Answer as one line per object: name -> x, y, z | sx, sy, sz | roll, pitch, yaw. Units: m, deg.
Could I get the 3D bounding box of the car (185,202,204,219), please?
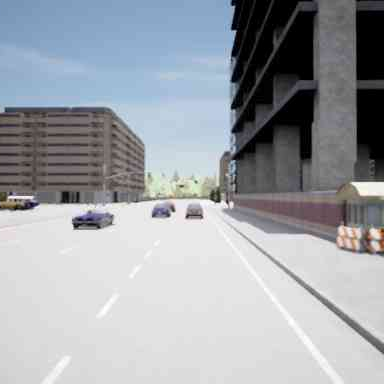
car -> 0.264, 1.948, 34.161 | 2.033, 1.411, 5.357 | 0, -1, 2

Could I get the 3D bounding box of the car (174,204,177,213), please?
car -> -3.186, 2.061, 45.926 | 1.812, 1.442, 4.674 | 0, -1, 1

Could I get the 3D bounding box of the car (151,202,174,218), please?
car -> -3.224, 1.939, 35.470 | 1.812, 1.442, 4.674 | 0, -1, 1

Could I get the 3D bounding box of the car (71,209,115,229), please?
car -> -6.946, 1.876, 23.761 | 1.895, 1.301, 4.718 | 0, -1, 1

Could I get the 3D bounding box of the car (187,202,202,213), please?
car -> 0.308, 2.089, 44.884 | 1.994, 1.385, 4.181 | 0, -1, 0
